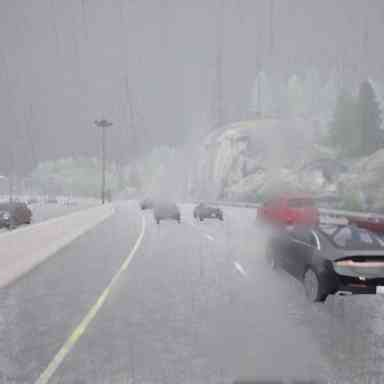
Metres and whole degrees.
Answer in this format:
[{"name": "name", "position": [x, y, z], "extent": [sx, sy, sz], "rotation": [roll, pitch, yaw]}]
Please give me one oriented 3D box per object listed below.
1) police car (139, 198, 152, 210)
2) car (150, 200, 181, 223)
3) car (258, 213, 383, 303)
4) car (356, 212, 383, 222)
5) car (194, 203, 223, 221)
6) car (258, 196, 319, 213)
[{"name": "police car", "position": [-6.190, 1.687, 46.562], "extent": [2.038, 1.542, 4.974], "rotation": [0, -1, -15]}, {"name": "car", "position": [-2.030, 1.594, 26.498], "extent": [2.128, 1.511, 4.902], "rotation": [0, 0, -8]}, {"name": "car", "position": [3.284, 1.515, 8.271], "extent": [2.128, 1.511, 4.902], "rotation": [0, 0, -3]}, {"name": "car", "position": [9.752, 1.638, 16.480], "extent": [1.895, 1.301, 4.718], "rotation": [0, 0, -5]}, {"name": "car", "position": [1.311, 1.625, 27.824], "extent": [1.812, 1.442, 4.674], "rotation": [0, 0, -9]}, {"name": "car", "position": [5.825, 1.284, 20.676], "extent": [2.150, 2.045, 5.566], "rotation": [0, 0, -6]}]
